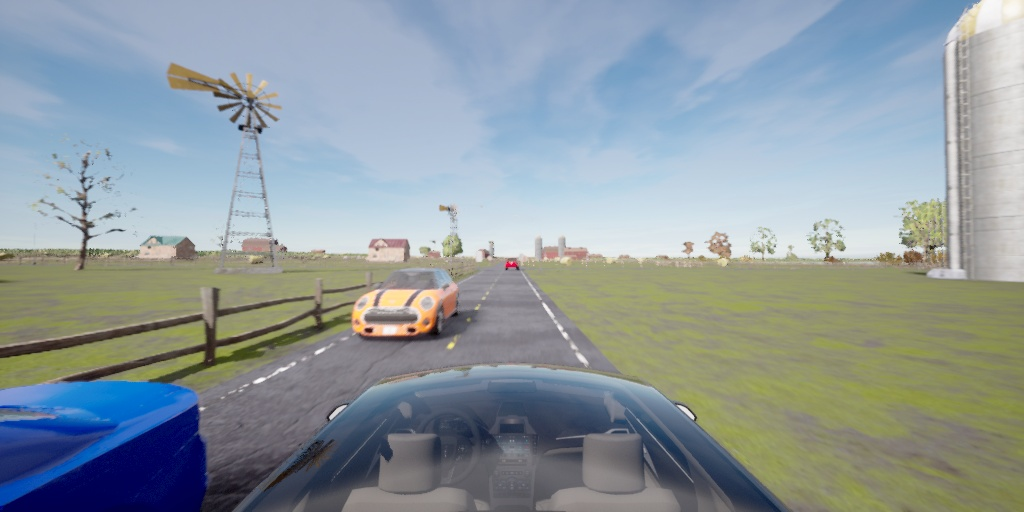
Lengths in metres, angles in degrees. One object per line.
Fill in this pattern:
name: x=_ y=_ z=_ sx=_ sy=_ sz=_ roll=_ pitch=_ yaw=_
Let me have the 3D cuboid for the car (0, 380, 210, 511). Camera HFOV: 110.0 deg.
car: x=-2.852 y=1.230 z=0.135 sx=1.882 sy=1.535 sz=5.008 roll=0 pitch=0 yaw=0

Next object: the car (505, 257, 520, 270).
car: x=0.060 y=1.226 z=57.557 sx=2.150 sy=2.045 sz=5.566 roll=0 pitch=0 yaw=3

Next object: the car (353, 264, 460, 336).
car: x=-2.845 y=1.156 z=10.610 sx=2.097 sy=1.767 sz=4.553 roll=0 pitch=0 yaw=0
